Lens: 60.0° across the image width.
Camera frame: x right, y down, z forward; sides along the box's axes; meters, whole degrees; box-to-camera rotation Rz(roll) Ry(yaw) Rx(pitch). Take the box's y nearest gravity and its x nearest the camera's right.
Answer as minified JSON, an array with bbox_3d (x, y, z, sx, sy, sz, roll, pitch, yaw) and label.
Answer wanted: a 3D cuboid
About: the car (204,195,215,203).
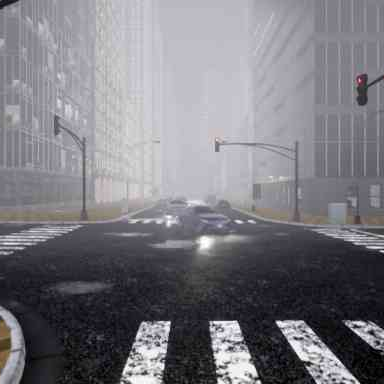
[{"bbox_3d":[3.578,1.431,69.432,1.967,1.590,4.097,0,0,0],"label":"car"}]

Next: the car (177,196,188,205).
[{"bbox_3d":[-1.737,1.526,60.324,1.812,1.442,4.674,0,0,0],"label":"car"}]

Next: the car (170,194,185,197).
[{"bbox_3d":[-1.688,1.502,48.393,2.128,1.511,4.902,0,0,0],"label":"car"}]

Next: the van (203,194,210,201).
[{"bbox_3d":[3.502,1.320,80.486,1.690,1.788,3.998,0,0,0],"label":"van"}]

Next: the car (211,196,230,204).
[{"bbox_3d":[3.817,1.579,41.795,1.947,1.339,4.313,0,0,0],"label":"car"}]

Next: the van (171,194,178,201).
[{"bbox_3d":[-4.416,1.314,85.960,1.690,1.788,3.998,0,0,0],"label":"van"}]

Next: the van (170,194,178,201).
[{"bbox_3d":[-4.378,1.320,80.432,1.690,1.788,3.998,0,0,0],"label":"van"}]

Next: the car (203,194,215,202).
[{"bbox_3d":[3.616,1.312,63.903,2.192,1.841,5.009,0,0,0],"label":"car"}]

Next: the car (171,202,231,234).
[{"bbox_3d":[0.546,1.548,19.939,1.812,1.442,4.674,-1,0,-24],"label":"car"}]

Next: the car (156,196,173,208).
[{"bbox_3d":[-4.150,1.592,47.267,1.802,1.307,4.206,0,0,0],"label":"car"}]

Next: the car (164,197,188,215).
[{"bbox_3d":[-1.586,1.542,34.307,1.812,1.442,4.674,0,0,-1],"label":"car"}]
